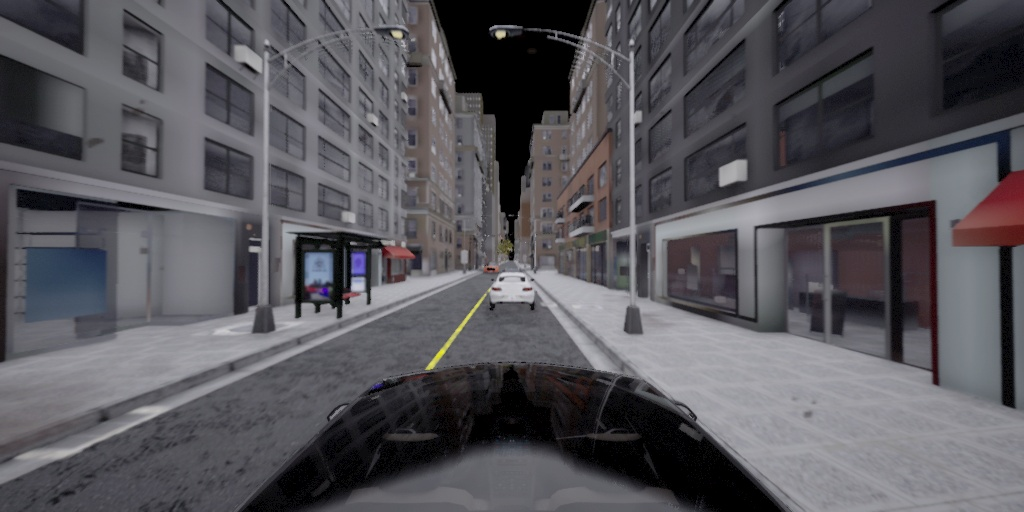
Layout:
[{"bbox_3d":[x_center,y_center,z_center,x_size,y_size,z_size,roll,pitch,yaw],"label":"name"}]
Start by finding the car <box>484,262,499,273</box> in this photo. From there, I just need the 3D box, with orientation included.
[{"bbox_3d":[-3.013,1.647,53.481,2.097,1.767,4.553,0,-1,0],"label":"car"}]

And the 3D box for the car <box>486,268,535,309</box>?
[{"bbox_3d":[0.028,1.419,15.736,1.812,1.442,4.674,0,0,1],"label":"car"}]
